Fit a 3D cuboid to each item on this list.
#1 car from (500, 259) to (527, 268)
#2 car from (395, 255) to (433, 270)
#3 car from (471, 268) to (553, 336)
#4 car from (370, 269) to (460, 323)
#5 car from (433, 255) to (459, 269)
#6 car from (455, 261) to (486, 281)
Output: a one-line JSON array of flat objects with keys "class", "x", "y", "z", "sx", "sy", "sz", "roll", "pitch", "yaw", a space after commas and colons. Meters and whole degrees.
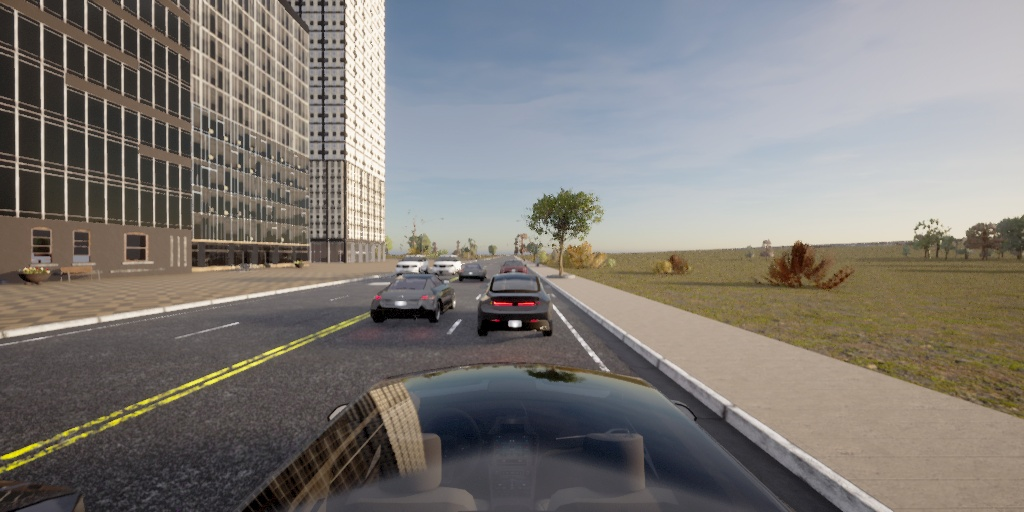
[{"class": "car", "x": 0.113, "y": 1.079, "z": 28.347, "sx": 2.097, "sy": 1.767, "sz": 4.553, "roll": 0, "pitch": 0, "yaw": 0}, {"class": "car", "x": -9.832, "y": 0.943, "z": 35.783, "sx": 2.150, "sy": 2.045, "sz": 5.566, "roll": 0, "pitch": 0, "yaw": 0}, {"class": "car", "x": 0.100, "y": 1.248, "z": 10.330, "sx": 1.837, "sy": 1.490, "sz": 4.892, "roll": 0, "pitch": 0, "yaw": 1}, {"class": "car", "x": -3.143, "y": 1.305, "z": 12.128, "sx": 1.994, "sy": 1.385, "sz": 4.181, "roll": 0, "pitch": 0, "yaw": 0}, {"class": "car", "x": -6.581, "y": 0.942, "z": 36.667, "sx": 2.150, "sy": 2.045, "sz": 5.566, "roll": 0, "pitch": 0, "yaw": 0}, {"class": "car", "x": -3.137, "y": 1.290, "z": 29.202, "sx": 1.994, "sy": 1.385, "sz": 4.181, "roll": 0, "pitch": 0, "yaw": 0}]
